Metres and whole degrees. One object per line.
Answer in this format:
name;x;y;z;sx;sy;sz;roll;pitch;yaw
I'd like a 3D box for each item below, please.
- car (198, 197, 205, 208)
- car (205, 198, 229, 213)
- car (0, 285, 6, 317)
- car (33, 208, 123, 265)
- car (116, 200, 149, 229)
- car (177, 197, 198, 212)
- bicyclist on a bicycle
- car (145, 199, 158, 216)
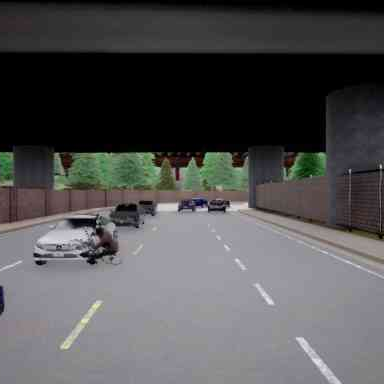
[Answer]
car;1.071;1.478;48.643;1.882;1.535;5.008;0;0;15
car;2.776;1.564;37.356;1.994;1.385;4.181;0;0;4
car;-3.632;1.601;2.678;1.895;1.301;4.718;0;0;-2
car;-3.898;1.526;11.866;1.812;1.442;4.674;0;0;-2
car;-4.176;1.505;21.814;1.837;1.490;4.892;0;0;-2
car;-0.577;1.526;38.974;1.812;1.442;4.674;0;0;3
bicyclist on a bicycle;-2.604;1.495;9.319;1.656;0.582;1.620;23;-44;-14
car;-4.393;1.505;32.156;1.837;1.490;4.892;0;0;-1
